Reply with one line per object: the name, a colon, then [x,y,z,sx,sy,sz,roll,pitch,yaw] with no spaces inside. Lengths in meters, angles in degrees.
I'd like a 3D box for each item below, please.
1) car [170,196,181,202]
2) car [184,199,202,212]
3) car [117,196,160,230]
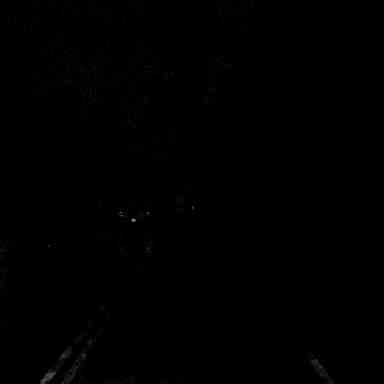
car: [-3.127,1.381,63.143,2.097,1.767,4.553,0,0,1]
car: [0.099,1.626,40.996,1.837,1.490,4.892,0,-1,0]
car: [-3.351,1.271,21.826,2.150,2.045,5.566,0,0,0]
